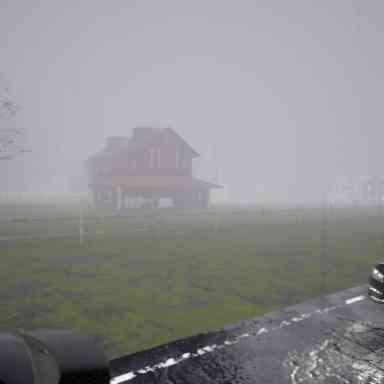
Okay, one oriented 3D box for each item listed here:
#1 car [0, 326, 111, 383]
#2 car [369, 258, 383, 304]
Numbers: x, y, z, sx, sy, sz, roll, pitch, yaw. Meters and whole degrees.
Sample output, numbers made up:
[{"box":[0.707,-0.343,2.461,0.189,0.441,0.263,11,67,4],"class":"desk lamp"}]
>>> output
[{"box":[-2.653,1.493,1.149,4.892,1.490,1.837,1,-1,-35],"class":"car"},{"box":[5.671,1.563,7.075,4.902,1.511,2.128,1,0,-35],"class":"car"}]
